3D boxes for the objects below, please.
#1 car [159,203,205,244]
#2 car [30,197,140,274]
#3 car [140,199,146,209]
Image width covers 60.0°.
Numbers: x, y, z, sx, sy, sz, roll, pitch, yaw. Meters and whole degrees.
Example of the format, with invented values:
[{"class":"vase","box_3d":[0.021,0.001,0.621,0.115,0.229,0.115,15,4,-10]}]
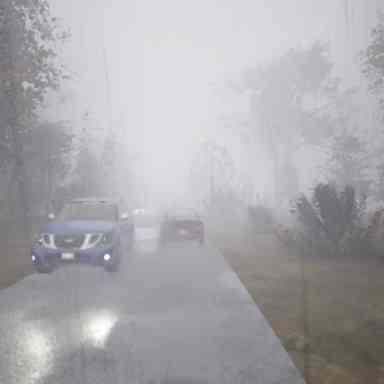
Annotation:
[{"class":"car","box_3d":[-0.519,1.483,15.804,1.882,1.535,5.008,0,0,-4]},{"class":"car","box_3d":[-3.183,1.210,10.899,2.150,2.045,5.566,0,0,-3]},{"class":"car","box_3d":[-8.424,1.934,53.821,2.128,1.511,4.902,0,-1,-9]}]
